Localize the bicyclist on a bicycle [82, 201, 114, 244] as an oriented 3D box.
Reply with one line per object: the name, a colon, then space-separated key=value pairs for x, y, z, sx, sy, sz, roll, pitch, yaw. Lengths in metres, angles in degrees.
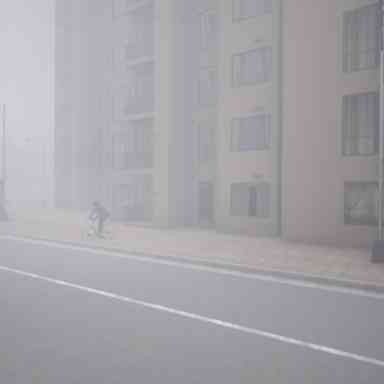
bicyclist on a bicycle: x=-3.658 y=1.170 z=13.050 sx=0.582 sy=1.620 sz=1.656 roll=1 pitch=1 yaw=33

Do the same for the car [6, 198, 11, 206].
car: x=-23.040 y=0.952 z=37.464 sx=2.128 sy=1.511 sz=4.902 roll=1 pitch=0 yaw=33
